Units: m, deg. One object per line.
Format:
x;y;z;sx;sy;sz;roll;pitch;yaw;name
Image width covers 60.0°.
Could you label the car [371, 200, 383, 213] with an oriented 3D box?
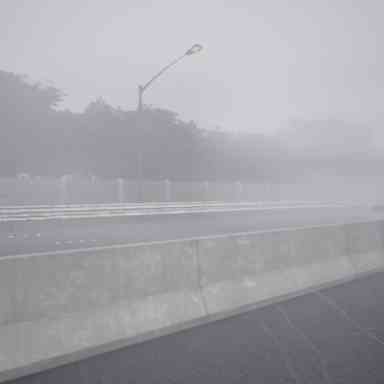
22.416;1.578;38.053;5.008;1.535;1.882;1;-1;-37;car
